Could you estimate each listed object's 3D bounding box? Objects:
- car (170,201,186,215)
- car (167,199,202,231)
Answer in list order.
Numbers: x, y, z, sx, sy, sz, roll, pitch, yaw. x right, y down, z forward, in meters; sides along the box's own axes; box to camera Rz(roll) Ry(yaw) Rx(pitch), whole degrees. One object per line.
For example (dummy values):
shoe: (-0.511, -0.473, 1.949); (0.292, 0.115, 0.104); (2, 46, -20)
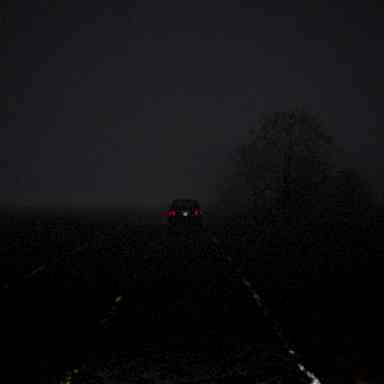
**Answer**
car: (-1.837, 1.937, 41.585); (1.837, 1.490, 4.892); (0, -1, -5)
car: (-0.532, 1.458, 22.721); (2.150, 2.045, 5.566); (0, -1, -3)
